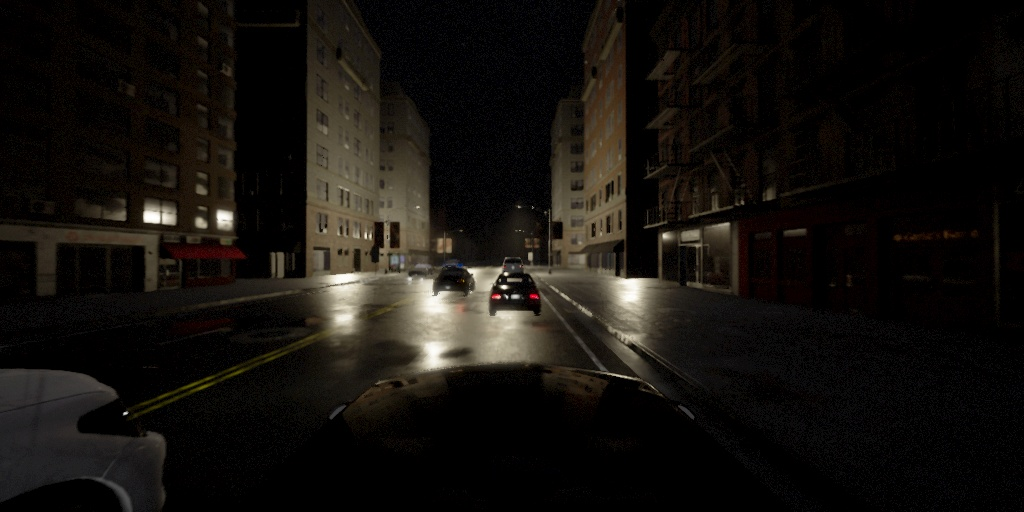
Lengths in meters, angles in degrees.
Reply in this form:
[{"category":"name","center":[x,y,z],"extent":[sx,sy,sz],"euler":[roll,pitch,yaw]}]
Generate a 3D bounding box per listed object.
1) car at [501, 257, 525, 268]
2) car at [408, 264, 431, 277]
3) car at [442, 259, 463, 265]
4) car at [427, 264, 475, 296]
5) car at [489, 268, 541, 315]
[{"category":"car","center":[0.097,1.163,36.602],"extent":[2.150,2.045,5.566],"euler":[0,0,0]},{"category":"car","center":[-9.757,1.560,39.229],"extent":[2.033,1.411,5.357],"euler":[0,0,0]},{"category":"car","center":[-6.506,1.089,39.233],"extent":[1.882,1.535,5.008],"euler":[0,0,0]},{"category":"car","center":[-3.151,1.372,19.914],"extent":[1.812,1.442,4.674],"euler":[0,0,0]},{"category":"car","center":[0.100,1.362,13.952],"extent":[2.033,1.411,5.357],"euler":[0,0,0]}]
